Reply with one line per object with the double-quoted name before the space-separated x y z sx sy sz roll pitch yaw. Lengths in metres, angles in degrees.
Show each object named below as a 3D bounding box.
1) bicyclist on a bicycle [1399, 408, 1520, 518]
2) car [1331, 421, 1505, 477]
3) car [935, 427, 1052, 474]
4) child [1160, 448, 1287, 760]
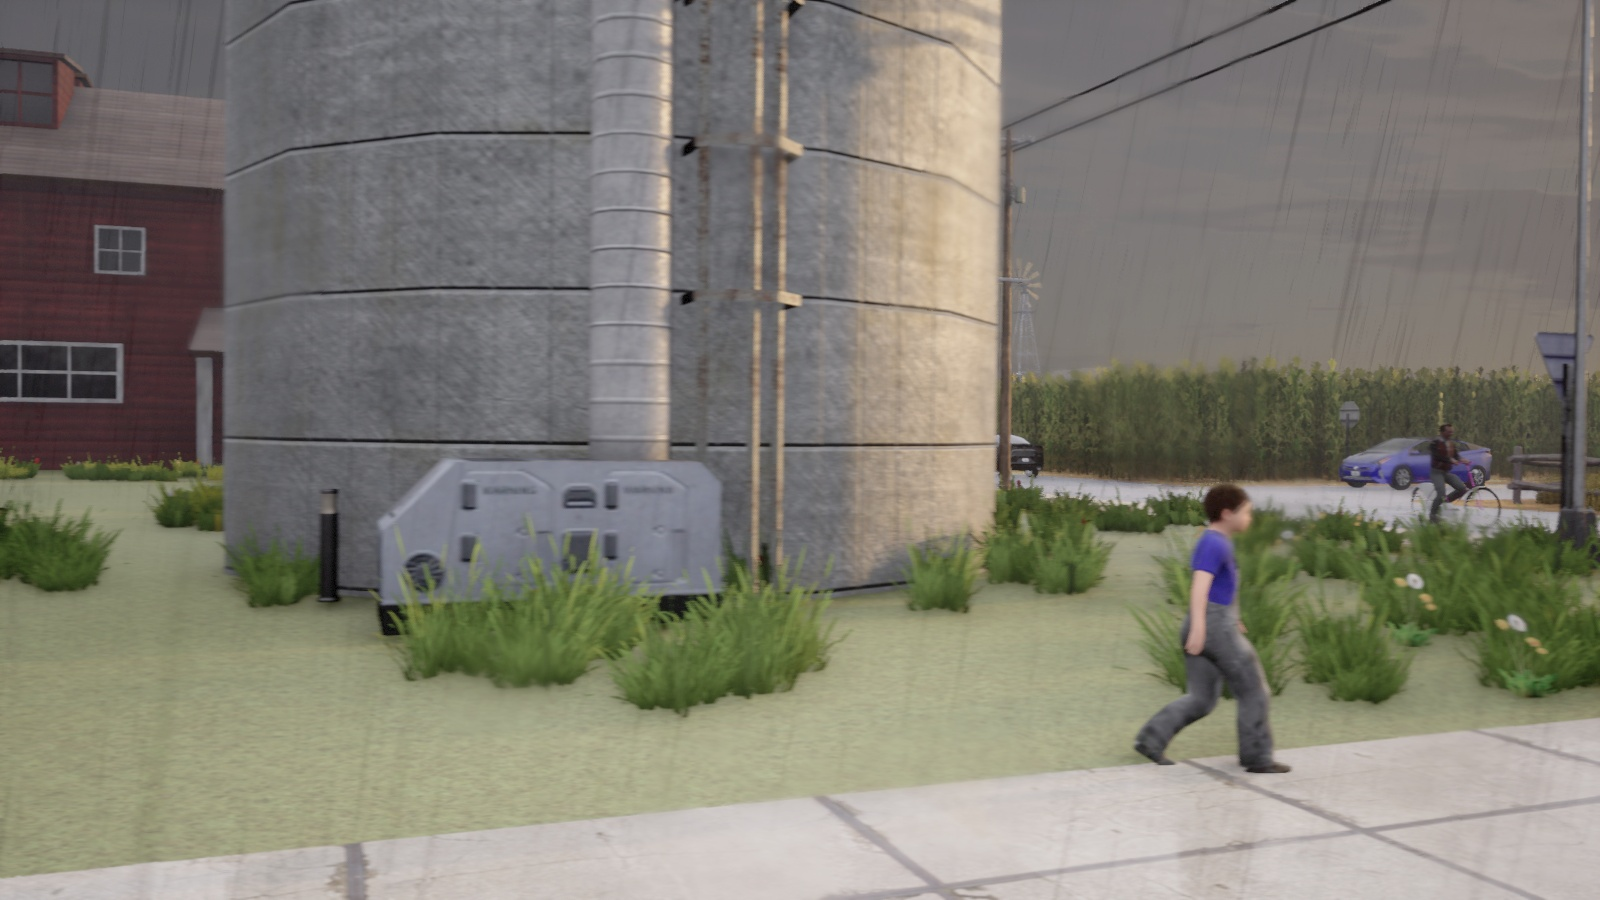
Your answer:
"bicyclist on a bicycle" 11.143 0.202 21.277 0.659 1.776 1.843 -1 1 -20
"car" 18.146 -0.052 36.906 4.514 1.525 2.007 -1 1 -20
"car" 6.665 -0.010 43.886 1.882 1.535 5.008 -1 1 -20
"child" 1.761 0.629 5.239 0.437 1.263 0.270 -1 1 2
